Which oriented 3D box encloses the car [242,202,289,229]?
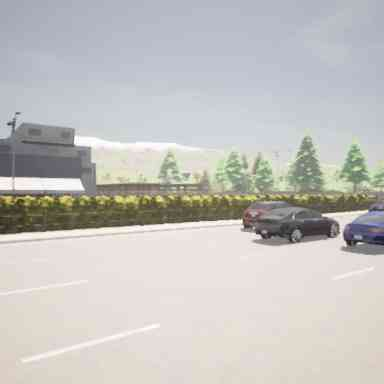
[{"bbox_3d":[5.269,1.365,20.429,4.553,1.767,2.097,0,0,-35],"label":"car"}]

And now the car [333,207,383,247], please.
[{"bbox_3d":[8.155,1.537,13.896,4.674,1.442,1.812,0,0,-35],"label":"car"}]

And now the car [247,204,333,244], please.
[{"bbox_3d":[5.177,1.517,16.075,4.892,1.490,1.837,0,0,-35],"label":"car"}]

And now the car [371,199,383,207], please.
[{"bbox_3d":[17.635,1.377,29.255,4.553,1.767,2.097,0,0,-35],"label":"car"}]
